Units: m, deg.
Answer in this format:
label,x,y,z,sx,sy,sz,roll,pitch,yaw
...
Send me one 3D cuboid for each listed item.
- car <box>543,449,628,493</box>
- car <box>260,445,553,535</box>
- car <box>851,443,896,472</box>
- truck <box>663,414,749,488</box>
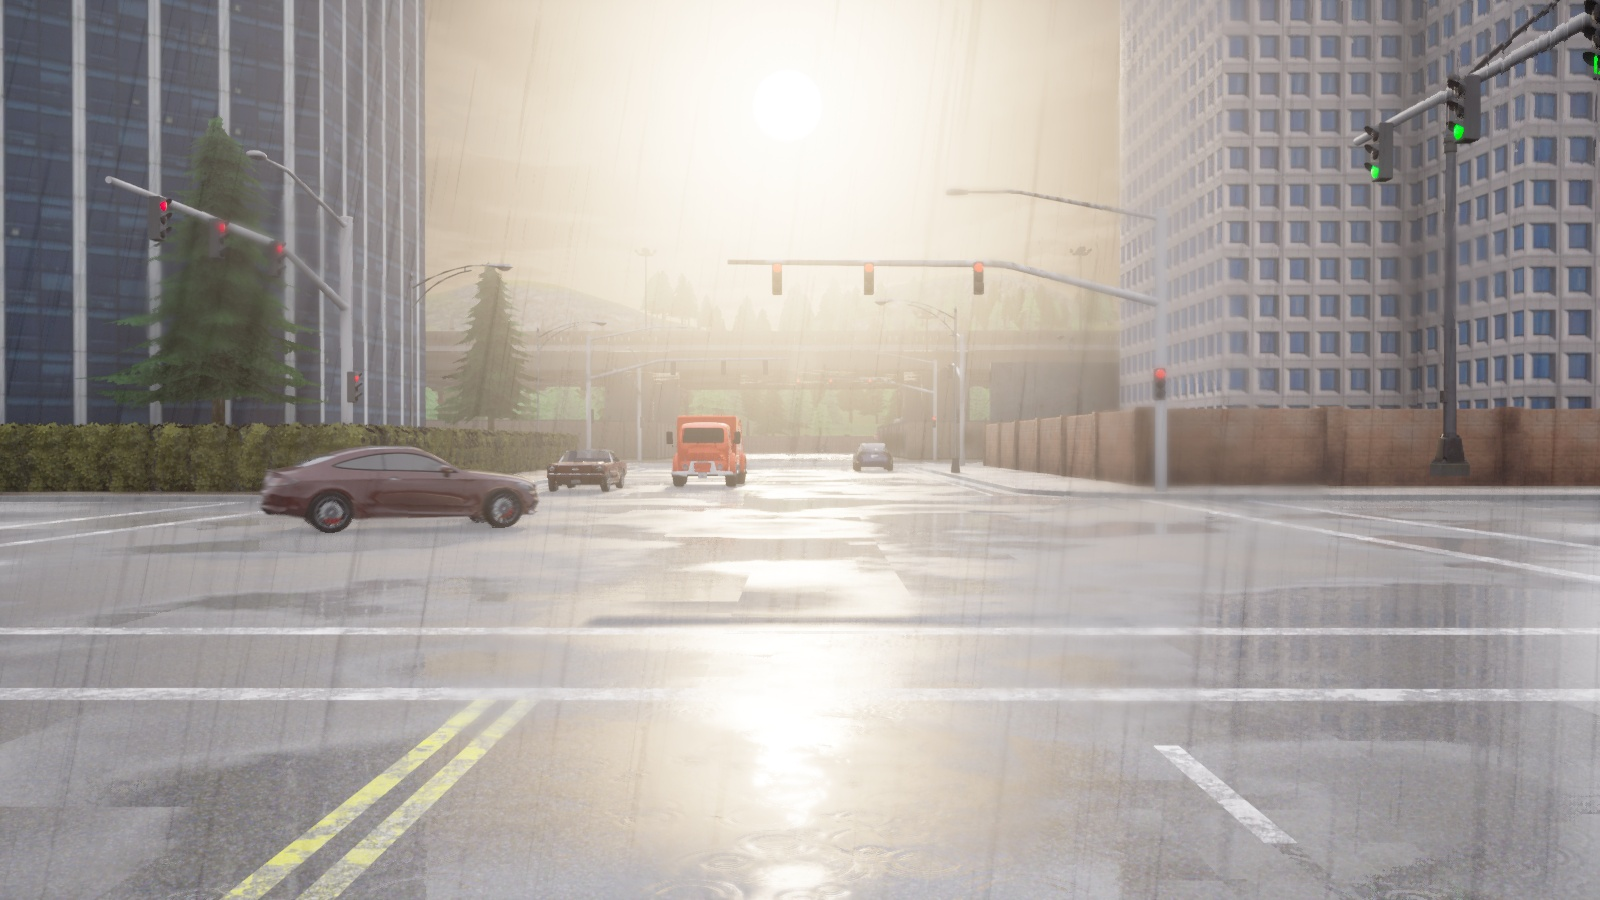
label,x,y,z,sx,sy,sz,roll,pitch,yaw
car,-6.769,0.615,40.157,1.895,1.301,4.718,0,0,0
car,-6.896,0.642,22.090,4.674,1.442,1.812,0,1,-27
car,3.876,0.370,67.134,2.163,1.488,4.792,0,0,0
truck,-3.246,0.005,44.496,2.627,2.467,5.204,0,0,0
